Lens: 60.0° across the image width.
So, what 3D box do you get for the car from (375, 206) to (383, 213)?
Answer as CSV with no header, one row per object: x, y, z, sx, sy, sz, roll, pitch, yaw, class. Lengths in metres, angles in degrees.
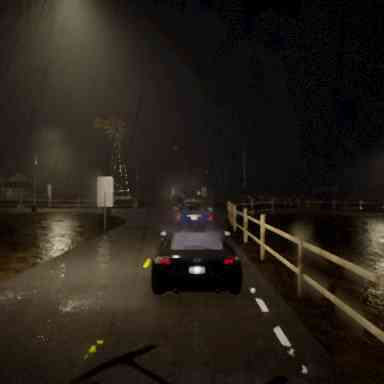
24.835,1.842,39.446,5.357,1.411,2.033,1,-1,0,car

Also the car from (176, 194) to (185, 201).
-2.742,1.259,81.339,2.097,1.767,4.553,0,0,0,car

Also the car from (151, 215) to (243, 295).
0.100,1.522,8.652,1.994,1.385,4.181,0,0,0,car

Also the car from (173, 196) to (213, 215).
0.097,1.278,18.167,2.097,1.767,4.553,0,0,0,car

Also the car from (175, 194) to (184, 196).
-2.762,1.353,66.028,1.882,1.535,5.008,0,0,0,car
